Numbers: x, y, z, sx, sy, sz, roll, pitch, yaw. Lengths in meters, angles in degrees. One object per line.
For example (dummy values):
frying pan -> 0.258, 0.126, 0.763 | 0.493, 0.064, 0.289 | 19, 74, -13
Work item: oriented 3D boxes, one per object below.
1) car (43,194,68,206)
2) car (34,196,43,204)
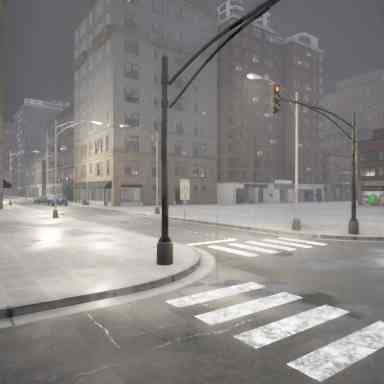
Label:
car -> -19.624, 1.119, 48.205 | 2.097, 1.767, 4.553 | 0, 0, -36
car -> -25.417, 1.287, 56.319 | 1.994, 1.385, 4.181 | 0, 0, -36
